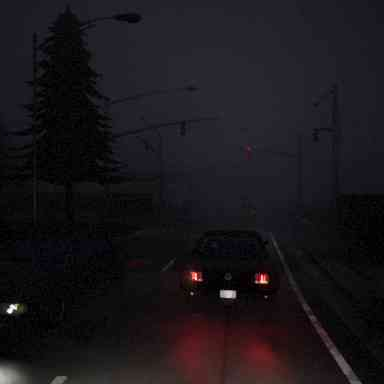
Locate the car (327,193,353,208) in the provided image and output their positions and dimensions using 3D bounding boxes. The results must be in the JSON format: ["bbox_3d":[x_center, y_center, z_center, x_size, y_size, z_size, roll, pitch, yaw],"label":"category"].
[{"bbox_3d":[20.193,1.316,43.072,5.027,1.636,2.152,0,0,10],"label":"car"}]

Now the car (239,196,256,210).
[{"bbox_3d":[7.181,1.337,43.278,2.097,1.767,4.553,0,0,10],"label":"car"}]

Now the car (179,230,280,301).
[{"bbox_3d":[0.980,1.598,8.337,1.895,1.301,4.718,0,0,8],"label":"car"}]

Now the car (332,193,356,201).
[{"bbox_3d":[34.421,1.071,75.395,4.605,1.855,1.932,0,0,10],"label":"car"}]

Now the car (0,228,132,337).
[{"bbox_3d":[-2.885,1.545,7.269,2.033,1.411,5.357,0,0,8],"label":"car"}]

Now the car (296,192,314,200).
[{"bbox_3d":[27.239,1.050,79.992,3.866,1.878,1.905,0,0,10],"label":"car"}]

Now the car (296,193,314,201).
[{"bbox_3d":[26.063,1.335,76.823,3.806,1.475,1.970,0,0,10],"label":"car"}]
